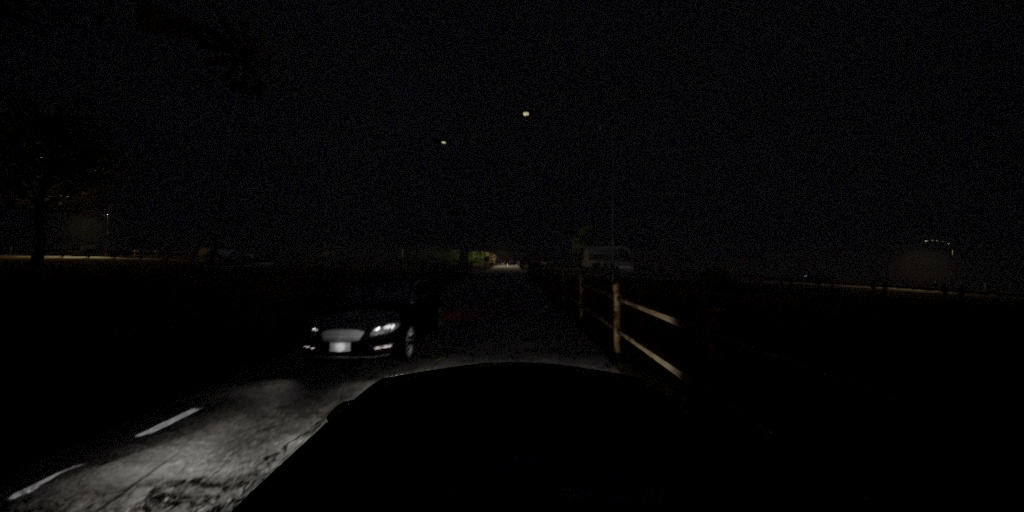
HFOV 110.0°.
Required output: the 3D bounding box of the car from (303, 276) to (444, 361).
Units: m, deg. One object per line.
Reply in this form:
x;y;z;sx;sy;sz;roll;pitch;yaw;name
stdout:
-2.851;1.254;8.398;2.128;1.511;4.902;0;0;0;car
